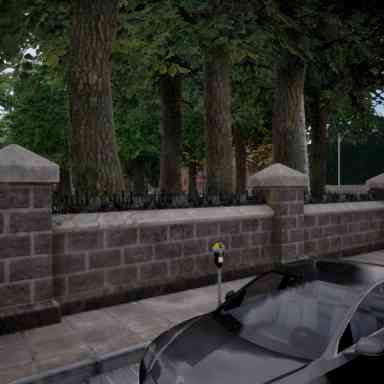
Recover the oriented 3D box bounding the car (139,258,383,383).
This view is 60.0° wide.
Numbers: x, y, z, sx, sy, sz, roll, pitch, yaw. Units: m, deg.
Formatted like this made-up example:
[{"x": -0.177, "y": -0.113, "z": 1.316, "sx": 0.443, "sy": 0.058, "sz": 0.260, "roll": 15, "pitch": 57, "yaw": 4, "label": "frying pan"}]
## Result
[{"x": 1.505, "y": 1.565, "z": 3.894, "sx": 4.313, "sy": 1.339, "sz": 1.947, "roll": 0, "pitch": -1, "yaw": -36, "label": "car"}]
